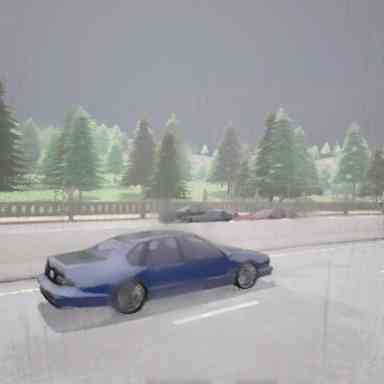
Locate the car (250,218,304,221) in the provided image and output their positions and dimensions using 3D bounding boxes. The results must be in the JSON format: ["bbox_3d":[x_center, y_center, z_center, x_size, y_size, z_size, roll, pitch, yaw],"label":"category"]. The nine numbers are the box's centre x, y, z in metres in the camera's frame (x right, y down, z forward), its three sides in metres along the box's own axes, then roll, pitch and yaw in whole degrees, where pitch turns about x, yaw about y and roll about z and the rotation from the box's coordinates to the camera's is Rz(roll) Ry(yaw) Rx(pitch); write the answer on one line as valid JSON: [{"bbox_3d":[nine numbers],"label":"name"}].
[{"bbox_3d":[4.568,1.689,19.519,5.008,1.535,1.882,1,-1,-30],"label":"car"}]

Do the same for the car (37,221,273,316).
[{"bbox_3d":[-0.552,1.602,7.634,5.357,1.411,2.033,1,-1,-35],"label":"car"}]

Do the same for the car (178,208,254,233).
[{"bbox_3d":[1.600,1.796,21.804,4.718,1.301,1.895,1,-1,-31],"label":"car"}]
